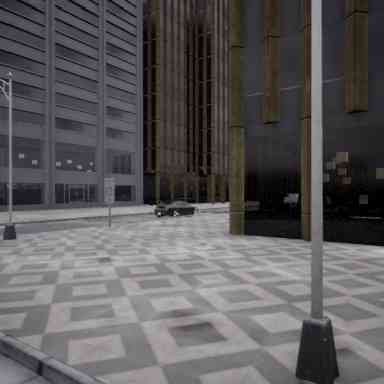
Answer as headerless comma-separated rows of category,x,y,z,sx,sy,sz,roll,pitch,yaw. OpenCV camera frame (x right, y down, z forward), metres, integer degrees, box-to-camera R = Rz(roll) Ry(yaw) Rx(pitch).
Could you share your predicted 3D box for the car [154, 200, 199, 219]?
car,-1.288,1.527,29.564,1.837,1.490,4.892,0,0,36
